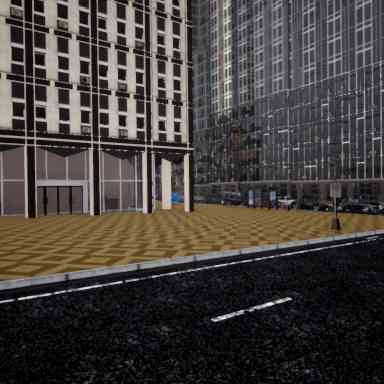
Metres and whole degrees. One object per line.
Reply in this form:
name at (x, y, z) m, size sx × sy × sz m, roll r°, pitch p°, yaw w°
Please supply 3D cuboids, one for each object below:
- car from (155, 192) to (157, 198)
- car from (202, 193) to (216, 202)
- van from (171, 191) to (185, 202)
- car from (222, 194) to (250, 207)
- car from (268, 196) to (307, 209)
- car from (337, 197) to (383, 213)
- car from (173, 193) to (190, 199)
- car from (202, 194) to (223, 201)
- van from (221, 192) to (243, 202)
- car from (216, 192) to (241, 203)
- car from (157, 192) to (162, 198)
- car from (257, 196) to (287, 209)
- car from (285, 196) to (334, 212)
car at (-8.816, 0.685, 83.681) m, size 1.967 × 1.590 × 4.097 m, roll 0°, pitch 1°, yaw -34°
car at (3.800, 1.040, 60.495) m, size 1.837 × 1.490 × 4.892 m, roll -1°, pitch 1°, yaw -34°
van at (-2.967, 0.936, 60.168) m, size 1.690 × 1.788 × 3.998 m, roll 0°, pitch 1°, yaw -34°
car at (6.573, 1.319, 46.041) m, size 1.947 × 1.339 × 4.313 m, roll 0°, pitch 1°, yaw -34°
car at (12.116, 1.290, 42.576) m, size 1.812 × 1.442 × 4.674 m, roll -1°, pitch 1°, yaw -34°
car at (17.303, 1.340, 34.940) m, size 2.128 × 1.511 × 4.902 m, roll -1°, pitch 1°, yaw -34°
car at (-2.426, 0.935, 74.282) m, size 1.802 × 1.307 × 4.206 m, roll 0°, pitch 1°, yaw -34°
car at (3.964, 1.042, 64.880) m, size 1.802 × 1.307 × 4.206 m, roll 0°, pitch 1°, yaw -34°
van at (7.158, 0.854, 60.176) m, size 1.690 × 1.788 × 3.998 m, roll 0°, pitch 1°, yaw -34°
car at (6.300, 1.175, 51.140) m, size 1.837 × 1.490 × 4.892 m, roll -1°, pitch 1°, yaw -34°
car at (-5.621, 0.614, 78.979) m, size 2.192 × 1.841 × 5.009 m, roll 0°, pitch 1°, yaw -34°
car at (9.719, 1.387, 41.308) m, size 1.802 × 1.307 × 4.206 m, roll 0°, pitch 1°, yaw -34°
car at (12.900, 1.423, 36.595) m, size 1.947 × 1.339 × 4.313 m, roll 0°, pitch 1°, yaw -34°
